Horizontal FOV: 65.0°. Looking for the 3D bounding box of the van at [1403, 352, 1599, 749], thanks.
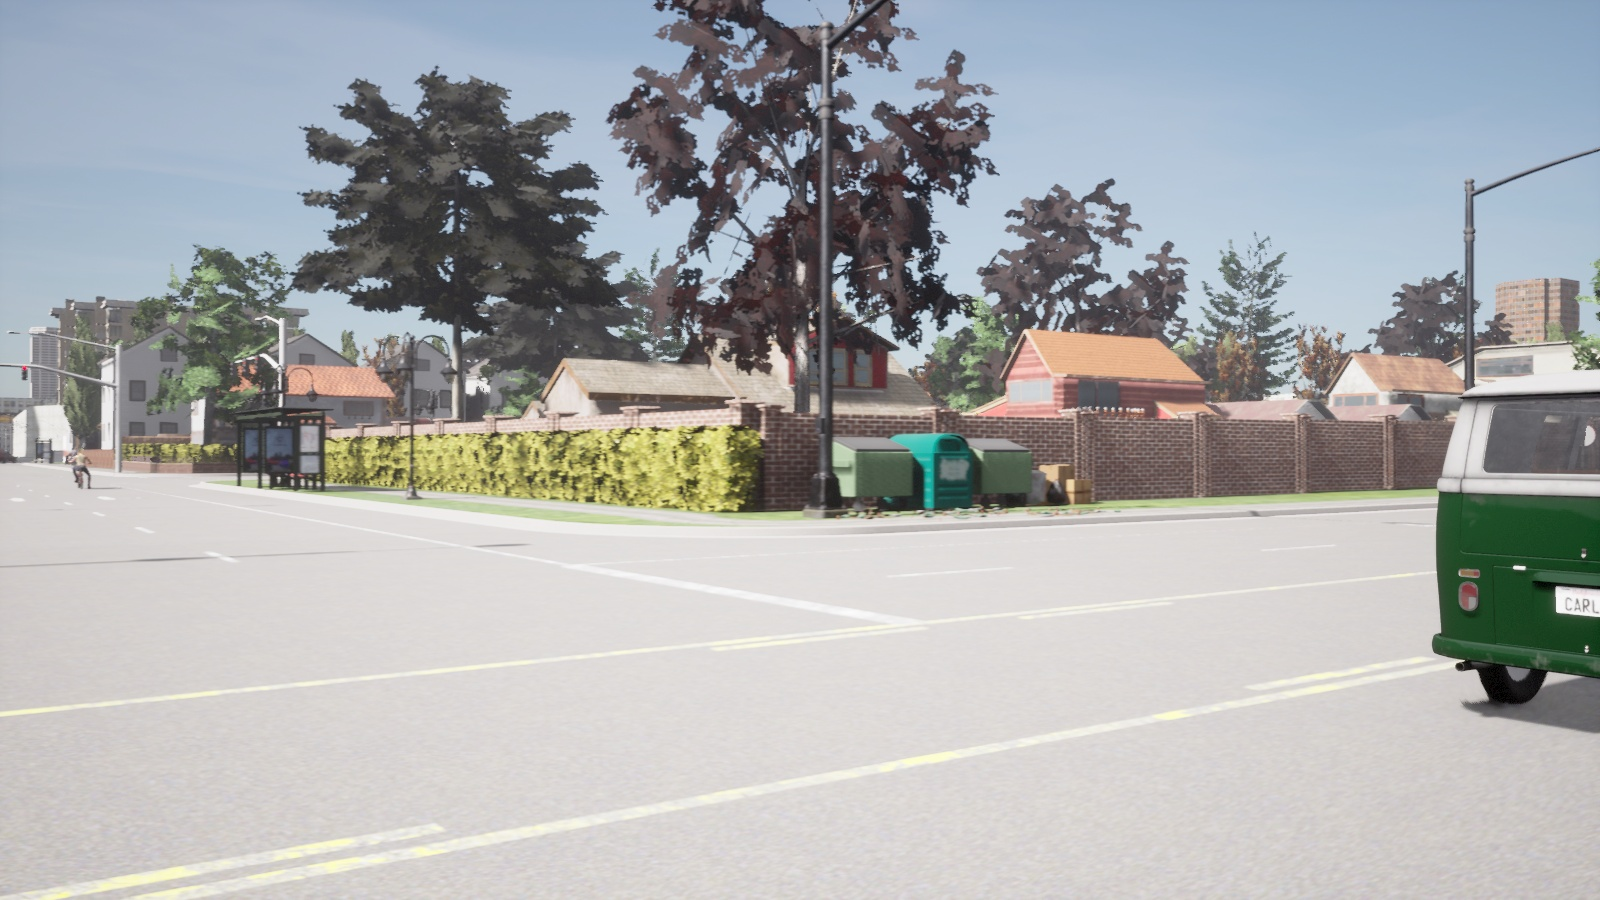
[{"bbox_3d":[5.755,0.504,7.671,4.442,1.987,1.775,0,0,-35],"label":"van"}]
